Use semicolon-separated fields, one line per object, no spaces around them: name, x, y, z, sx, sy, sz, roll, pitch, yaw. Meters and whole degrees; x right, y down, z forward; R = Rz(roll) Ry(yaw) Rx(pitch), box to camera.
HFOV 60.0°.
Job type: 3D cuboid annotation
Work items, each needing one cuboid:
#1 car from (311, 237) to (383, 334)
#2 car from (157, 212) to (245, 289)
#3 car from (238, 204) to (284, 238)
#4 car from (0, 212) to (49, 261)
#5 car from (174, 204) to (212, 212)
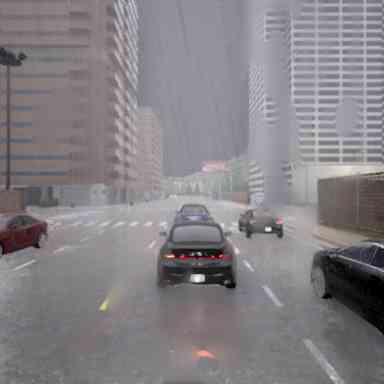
car;3.611;1.516;5.627;2.128;1.511;4.902;0;0;0
car;0.111;1.544;9.295;1.837;1.490;4.892;0;0;0
car;3.638;1.602;18.026;1.812;1.442;4.674;0;0;1
car;-7.049;1.529;12.123;1.882;1.535;5.008;0;-1;0
car;0.070;1.431;18.902;2.097;1.767;4.553;0;0;-1
